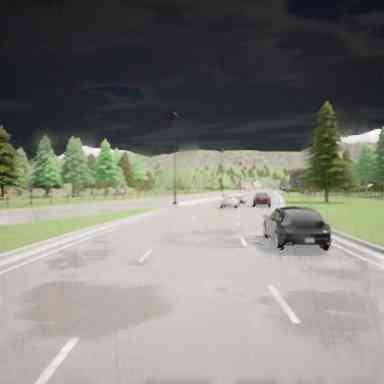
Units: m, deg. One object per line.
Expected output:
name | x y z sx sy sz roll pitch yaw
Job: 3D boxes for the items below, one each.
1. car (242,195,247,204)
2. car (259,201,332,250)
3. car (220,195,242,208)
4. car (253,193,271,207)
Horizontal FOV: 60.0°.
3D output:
car | 6.807 1.038 48.121 1.895 1.301 4.718 0 1 15
car | 4.065 1.331 13.428 1.837 1.490 4.892 0 1 4
car | 4.394 1.085 38.249 1.812 1.442 4.674 0 1 13
car | 8.772 0.846 41.479 2.097 1.767 4.553 0 1 14
